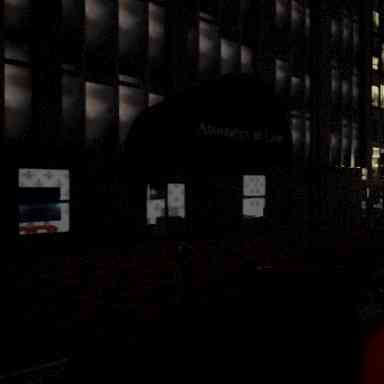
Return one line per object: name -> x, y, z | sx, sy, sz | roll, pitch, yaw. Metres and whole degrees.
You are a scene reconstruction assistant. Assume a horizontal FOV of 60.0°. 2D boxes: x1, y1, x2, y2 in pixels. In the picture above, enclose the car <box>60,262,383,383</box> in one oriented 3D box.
car -> 0.956, 1.533, 3.559 | 4.507, 1.381, 1.887 | 0, 0, -35
